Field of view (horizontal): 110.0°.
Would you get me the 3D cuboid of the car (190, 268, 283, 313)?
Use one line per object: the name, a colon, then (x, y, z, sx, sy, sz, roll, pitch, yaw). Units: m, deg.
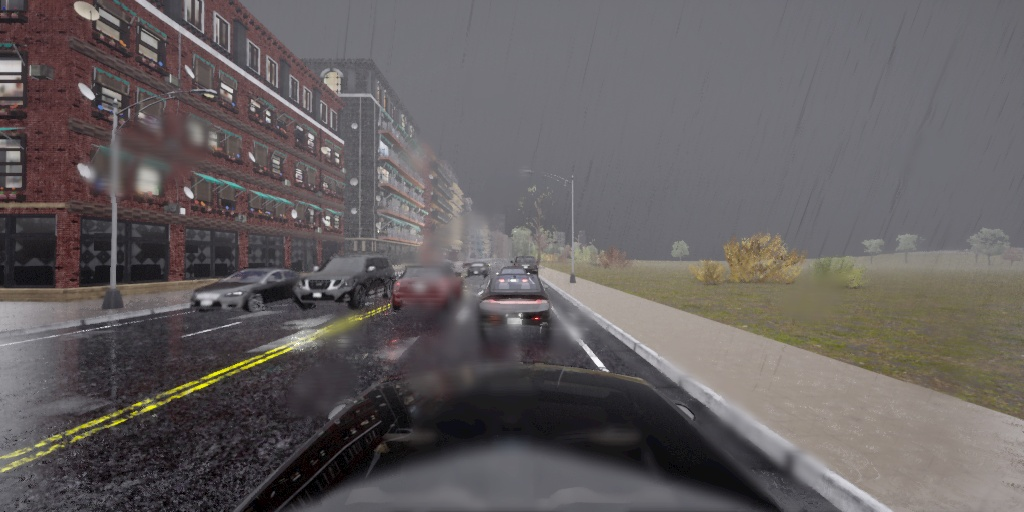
car: (-9.879, 1.244, 14.061, 2.128, 1.511, 4.902, 0, 0, 0)

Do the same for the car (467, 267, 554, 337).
car: (0.081, 1.243, 10.331, 2.128, 1.511, 4.902, 0, 0, 0)

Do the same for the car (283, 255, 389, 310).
car: (-6.630, 0.974, 14.960, 2.150, 2.045, 5.566, 0, 0, 0)

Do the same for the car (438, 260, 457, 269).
car: (-9.968, 1.300, 55.948, 2.033, 1.411, 5.357, 0, 0, 0)

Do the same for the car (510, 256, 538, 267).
car: (1.070, 0.979, 30.984, 2.150, 2.045, 5.566, 0, 0, 0)

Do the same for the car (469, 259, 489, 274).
car: (-3.223, 1.279, 34.585, 1.812, 1.442, 4.674, 0, 0, 0)

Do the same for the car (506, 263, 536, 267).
car: (0.060, 1.301, 20.771, 2.033, 1.411, 5.357, 0, 0, 0)

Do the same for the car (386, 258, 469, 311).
car: (-3.180, 1.105, 14.504, 2.097, 1.767, 4.553, 0, 0, 0)
